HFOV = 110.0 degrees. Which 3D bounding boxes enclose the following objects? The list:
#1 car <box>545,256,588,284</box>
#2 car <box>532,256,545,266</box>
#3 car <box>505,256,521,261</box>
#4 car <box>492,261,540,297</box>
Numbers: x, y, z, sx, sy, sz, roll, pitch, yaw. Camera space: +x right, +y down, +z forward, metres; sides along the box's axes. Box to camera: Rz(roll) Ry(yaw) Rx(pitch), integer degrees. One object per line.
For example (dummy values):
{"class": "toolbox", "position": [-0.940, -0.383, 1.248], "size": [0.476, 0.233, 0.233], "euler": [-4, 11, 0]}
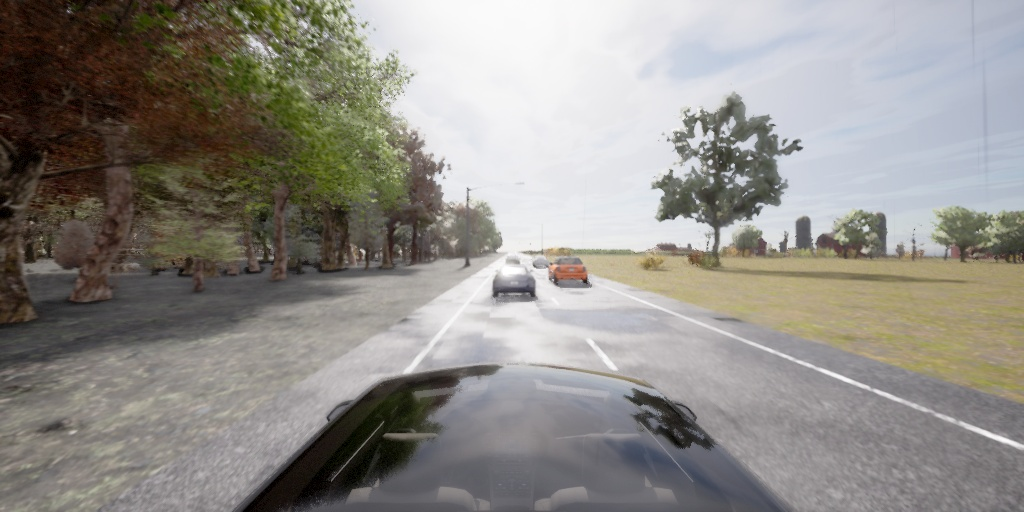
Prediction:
{"class": "car", "position": [3.573, 0.807, 23.528], "size": [2.097, 1.767, 4.553], "euler": [0, 1, 0]}
{"class": "car", "position": [3.611, 0.663, 46.578], "size": [1.812, 1.442, 4.674], "euler": [0, 1, 0]}
{"class": "car", "position": [0.113, 0.680, 45.415], "size": [1.812, 1.442, 4.674], "euler": [0, 1, 0]}
{"class": "car", "position": [0.104, 1.103, 17.393], "size": [1.994, 1.385, 4.181], "euler": [0, 1, 0]}
